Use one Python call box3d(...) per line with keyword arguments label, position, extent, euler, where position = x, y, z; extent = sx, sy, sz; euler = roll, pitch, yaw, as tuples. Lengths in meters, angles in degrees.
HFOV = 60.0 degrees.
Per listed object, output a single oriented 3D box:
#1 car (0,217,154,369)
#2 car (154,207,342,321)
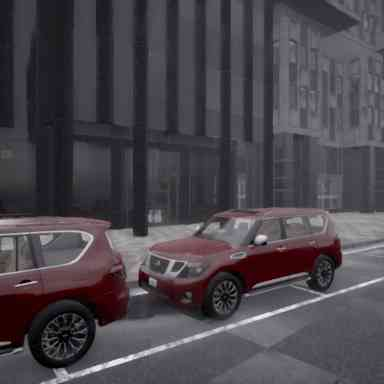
box3d(label="car", position=(-3.254, 1.315, 4.211), extent=(5.009, 1.841, 2.192), euler=(0, 0, -35))
box3d(label="car", position=(1.343, 1.314, 7.479), extent=(5.009, 1.841, 2.192), euler=(0, 0, -35))
